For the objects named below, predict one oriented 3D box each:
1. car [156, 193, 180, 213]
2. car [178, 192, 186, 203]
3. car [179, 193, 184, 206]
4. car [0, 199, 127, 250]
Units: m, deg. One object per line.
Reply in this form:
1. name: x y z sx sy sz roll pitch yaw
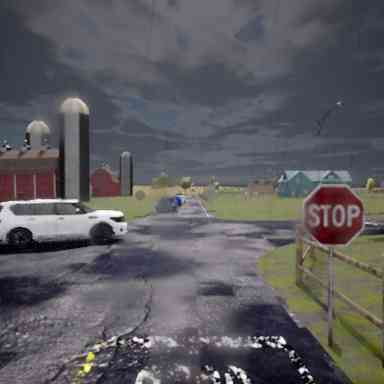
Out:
1. car: -2.706 1.313 36.452 2.097 1.767 4.553 0 0 0
2. car: -2.503 1.129 67.951 2.150 2.045 5.566 0 0 0
3. car: -2.636 1.423 52.475 1.882 1.535 5.008 0 0 0
4. car: -5.790 1.330 14.995 5.566 2.045 2.150 -2 0 -11
